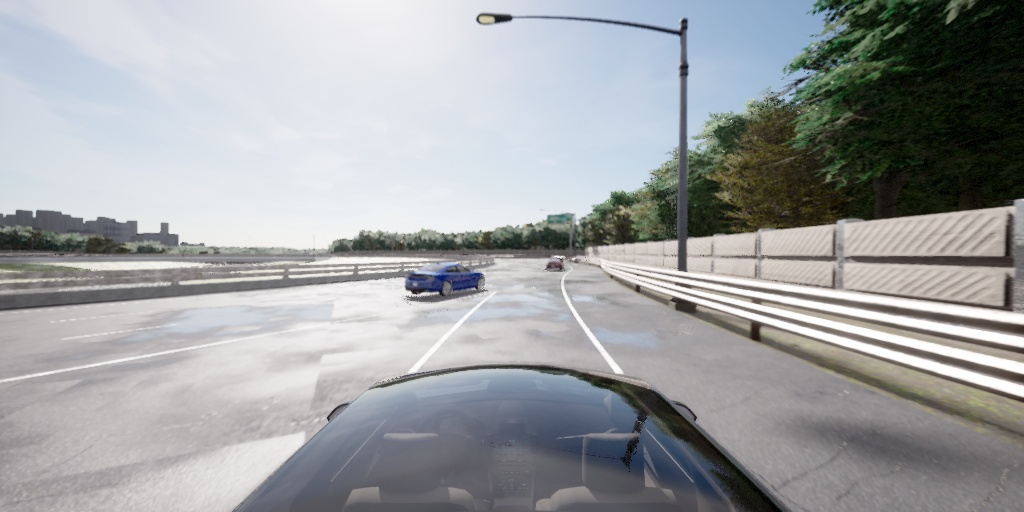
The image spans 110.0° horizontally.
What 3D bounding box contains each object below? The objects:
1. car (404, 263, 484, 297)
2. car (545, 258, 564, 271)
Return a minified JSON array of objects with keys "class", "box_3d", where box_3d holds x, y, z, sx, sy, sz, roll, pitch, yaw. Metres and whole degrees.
[{"class":"car","box_3d":[-3.199,1.088,18.011,1.882,1.535,5.008,1,1,26]},{"class":"car","box_3d":[5.079,0.951,42.369,1.812,1.442,4.674,0,1,12]}]
